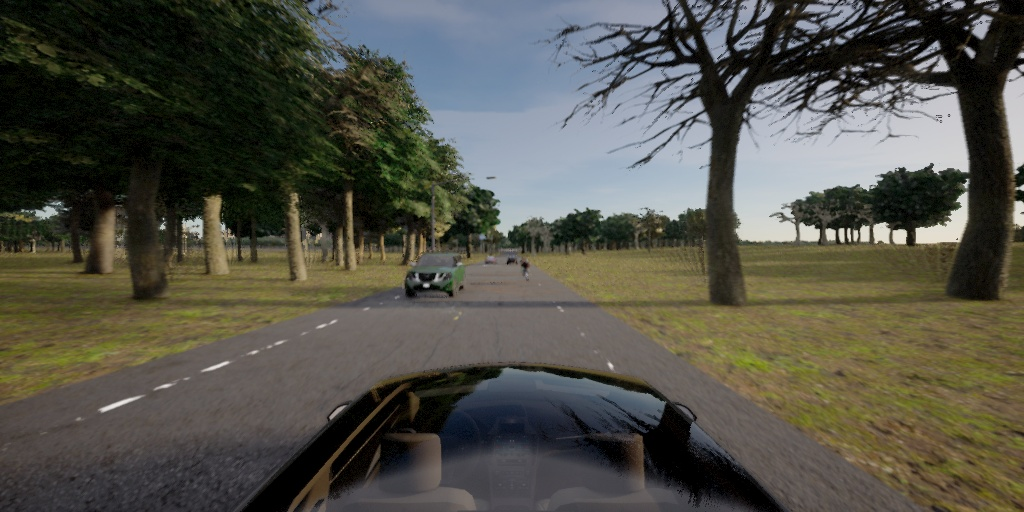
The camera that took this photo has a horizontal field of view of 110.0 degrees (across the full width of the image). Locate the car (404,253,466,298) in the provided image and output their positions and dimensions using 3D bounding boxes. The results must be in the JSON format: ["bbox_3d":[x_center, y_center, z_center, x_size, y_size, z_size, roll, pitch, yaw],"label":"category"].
[{"bbox_3d":[-3.594,0.852,17.822,2.150,2.045,5.566,0,1,0],"label":"car"}]

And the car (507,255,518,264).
[{"bbox_3d":[0.050,0.657,61.768,1.837,1.490,4.892,0,0,1],"label":"car"}]

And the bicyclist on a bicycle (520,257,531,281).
[{"bbox_3d":[0.964,0.948,23.821,0.659,1.776,1.843,0,1,0],"label":"bicyclist on a bicycle"}]

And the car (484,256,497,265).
[{"bbox_3d":[-3.513,0.715,59.636,1.812,1.442,4.674,0,1,0],"label":"car"}]

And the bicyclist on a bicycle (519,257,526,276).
[{"bbox_3d":[0.965,0.948,32.447,0.582,1.620,1.656,0,0,0],"label":"bicyclist on a bicycle"}]
